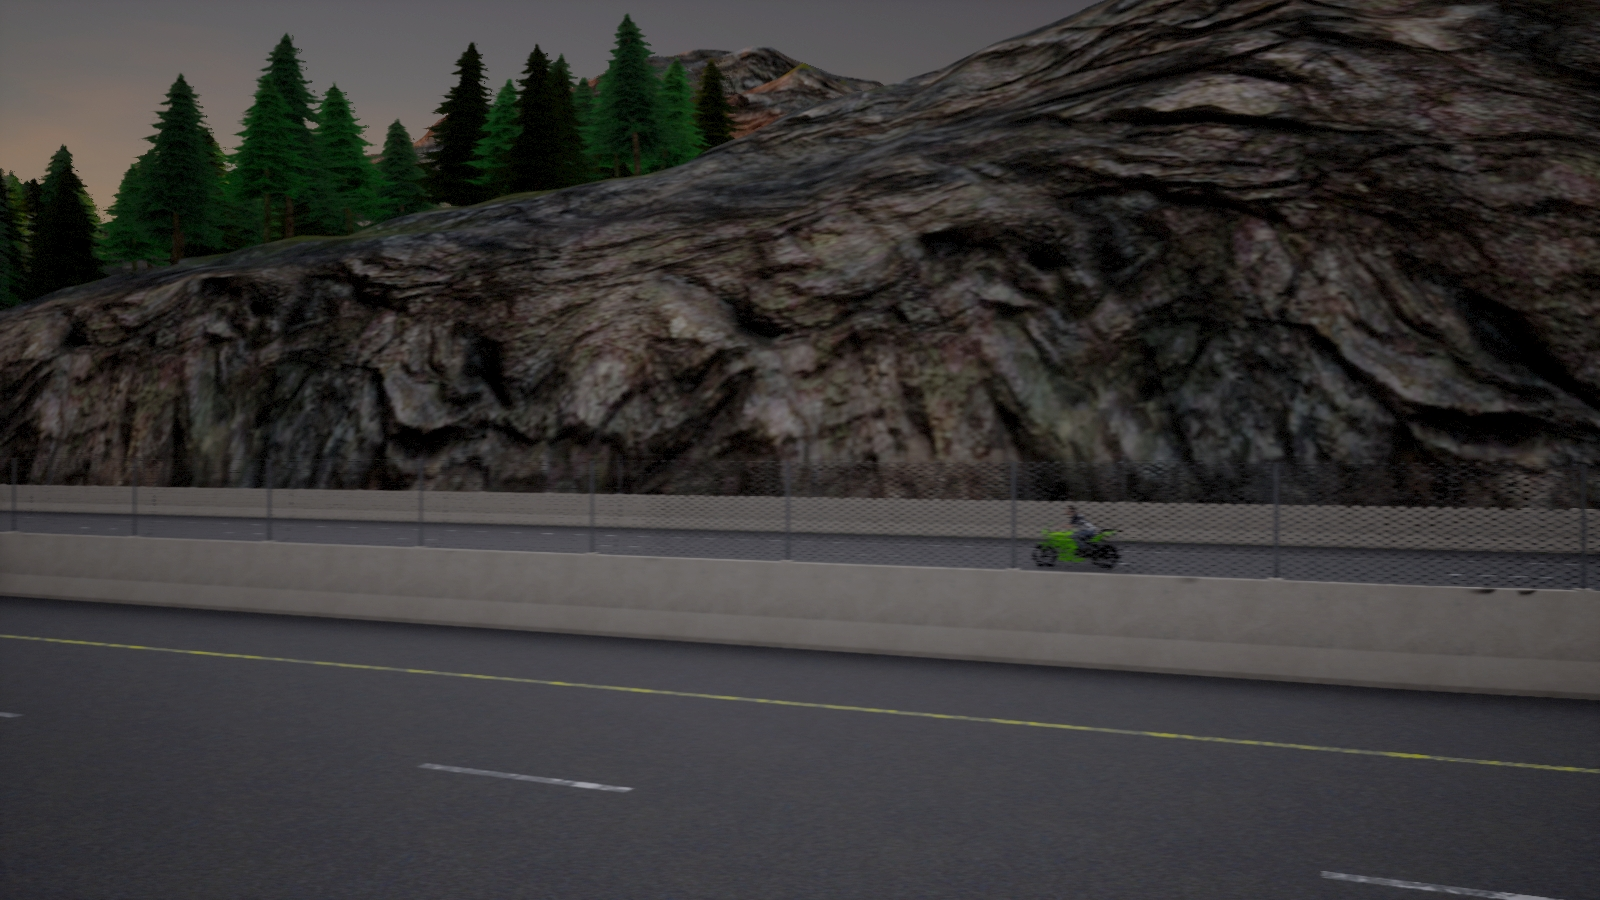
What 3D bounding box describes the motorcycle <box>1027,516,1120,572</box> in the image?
[{"bbox_3d":[6.442,2.189,26.891,2.033,1.217,0.803,0,-1,21],"label":"motorcycle"}]
